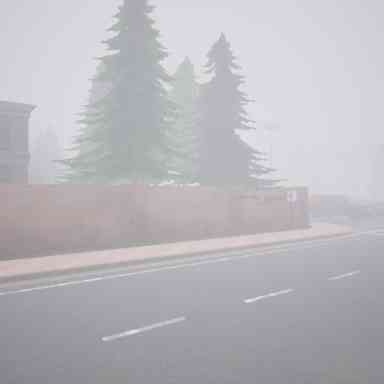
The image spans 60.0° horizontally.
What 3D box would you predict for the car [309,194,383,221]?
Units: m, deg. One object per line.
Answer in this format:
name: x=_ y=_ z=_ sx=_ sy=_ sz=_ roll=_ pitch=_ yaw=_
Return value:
car: x=12.436 y=1.223 z=27.833 sx=2.150 sy=2.045 sz=5.566 roll=0 pitch=0 yaw=-35
